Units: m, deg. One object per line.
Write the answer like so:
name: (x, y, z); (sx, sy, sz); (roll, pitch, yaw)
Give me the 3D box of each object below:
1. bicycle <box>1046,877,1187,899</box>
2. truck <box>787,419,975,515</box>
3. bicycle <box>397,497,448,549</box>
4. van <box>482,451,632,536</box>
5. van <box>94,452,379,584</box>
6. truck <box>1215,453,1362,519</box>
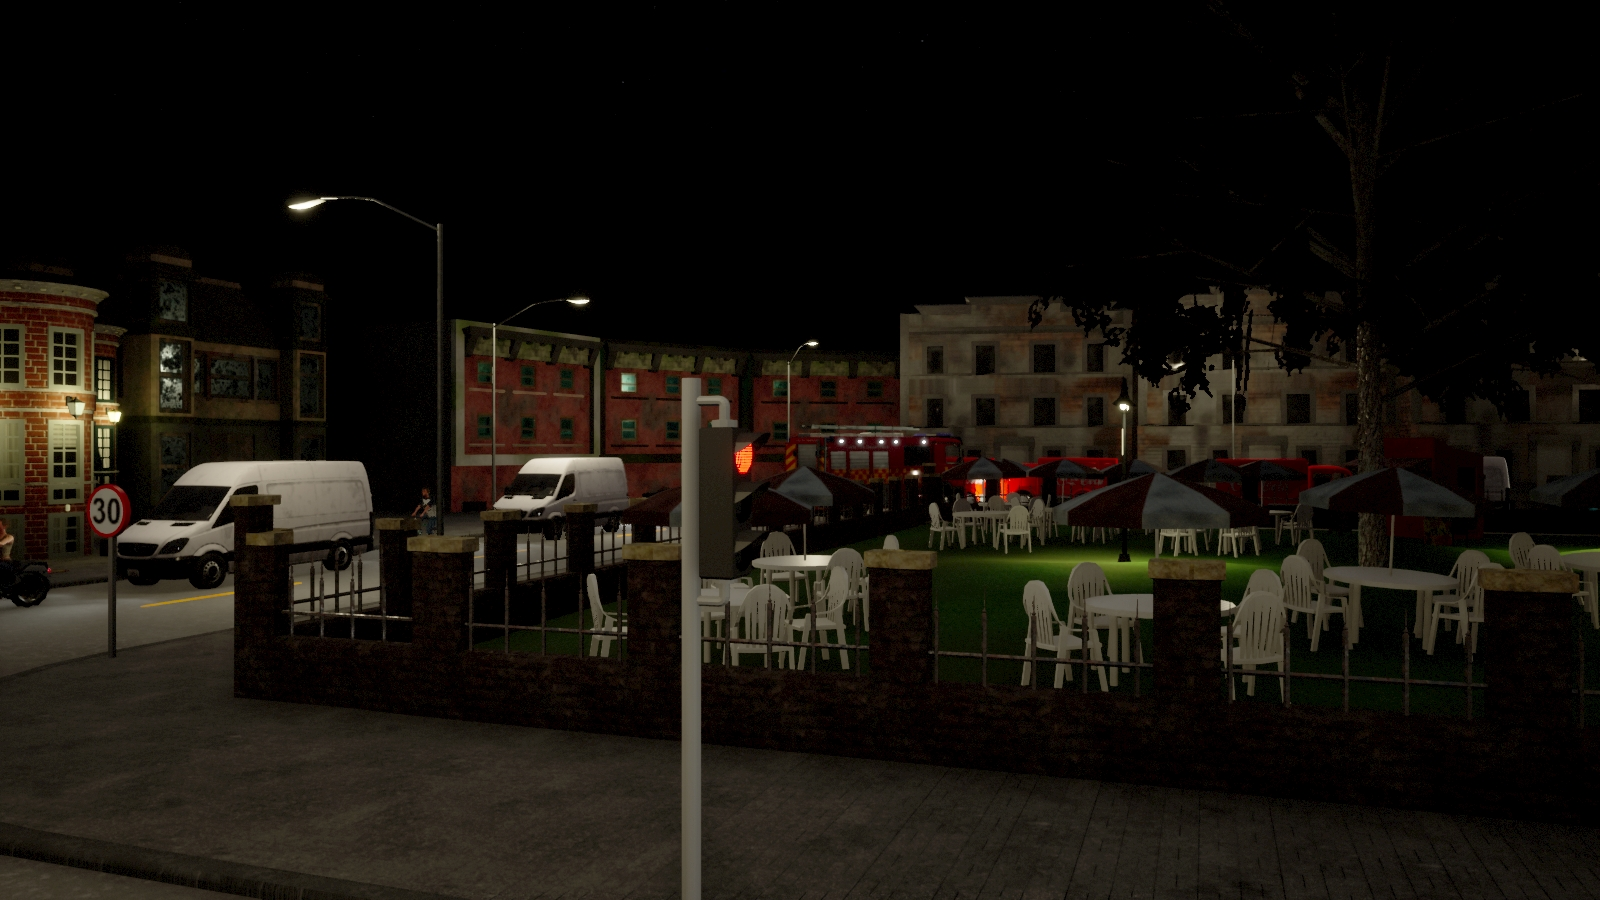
bicycle: (1.532, 1.940, 2.895); (1.835, 1.271, 0.329); (0, 2, 30)
truck: (3.640, 0.672, 49.314); (8.468, 3.827, 2.891); (0, 0, -40)
bicycle: (-10.138, 1.936, 30.710); (0.373, 1.296, 1.643); (0, 0, 20)
van: (-7.796, 1.314, 37.394); (1.988, 2.561, 5.915); (0, 0, 20)
van: (-12.115, 1.315, 25.192); (1.988, 2.561, 5.915); (0, 0, 20)
truck: (19.117, 1.348, 45.056); (5.204, 2.467, 2.627); (0, 0, 20)
